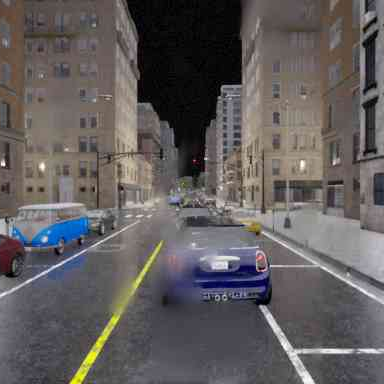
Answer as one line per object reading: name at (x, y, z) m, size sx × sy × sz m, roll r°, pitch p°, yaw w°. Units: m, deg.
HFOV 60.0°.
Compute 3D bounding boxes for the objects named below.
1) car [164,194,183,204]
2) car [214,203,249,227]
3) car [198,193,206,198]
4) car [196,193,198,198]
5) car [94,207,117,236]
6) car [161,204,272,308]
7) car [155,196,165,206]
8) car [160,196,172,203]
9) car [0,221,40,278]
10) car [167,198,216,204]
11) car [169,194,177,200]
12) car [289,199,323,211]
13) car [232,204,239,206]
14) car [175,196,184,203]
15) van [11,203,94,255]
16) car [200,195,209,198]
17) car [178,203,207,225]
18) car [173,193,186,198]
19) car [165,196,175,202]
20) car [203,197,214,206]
car at (-2.734, 1.476, 50.495) m, size 1.882 × 1.535 × 5.008 m, roll 0°, pitch 0°, yaw 0°
car at (2.689, 1.550, 23.744) m, size 2.008 × 1.369 × 4.403 m, roll 0°, pitch 0°, yaw 0°
car at (2.794, 1.434, 73.346) m, size 1.967 × 1.590 × 4.097 m, roll 0°, pitch 0°, yaw 0°
car at (2.819, 1.306, 84.710) m, size 2.192 × 1.841 × 5.009 m, roll 0°, pitch 0°, yaw 0°
car at (-5.352, 1.550, 18.354) m, size 2.008 × 1.369 × 4.403 m, roll 0°, pitch 0°, yaw 0°
car at (0.321, 1.352, 8.158) m, size 2.097 × 1.767 × 4.553 m, roll 0°, pitch 0°, yaw -5°
car at (-5.268, 1.523, 56.147) m, size 1.752 × 1.417 × 4.829 m, roll 0°, pitch 0°, yaw 0°
car at (-5.243, 1.561, 67.679) m, size 1.947 × 1.339 × 4.313 m, roll 0°, pitch 0°, yaw 0°
car at (-5.378, 1.581, 7.541) m, size 1.802 × 1.307 × 4.206 m, roll 0°, pitch 0°, yaw 0°
car at (0.110, 1.351, 15.425) m, size 2.097 × 1.767 × 4.553 m, roll 0°, pitch 0°, yaw 0°
car at (-5.194, 1.429, 90.404) m, size 1.967 × 1.590 × 4.097 m, roll 0°, pitch 0°, yaw 0°
car at (13.673, 1.515, 38.359) m, size 4.718 × 1.301 × 1.895 m, roll 0°, pitch 0°, yaw 0°
car at (2.683, 1.525, 18.507) m, size 1.752 × 1.417 × 4.829 m, roll 0°, pitch 0°, yaw 0°
car at (-2.599, 1.519, 70.589) m, size 1.812 × 1.442 × 4.674 m, roll 0°, pitch 0°, yaw 0°
van at (-5.365, 1.340, 12.948) m, size 1.690 × 1.788 × 3.998 m, roll 0°, pitch 0°, yaw 0°
car at (2.745, 1.549, 50.620) m, size 2.008 × 1.369 × 4.403 m, roll 0°, pitch 0°, yaw 0°
car at (0.071, 1.563, 25.086) m, size 1.994 × 1.385 × 4.181 m, roll 0°, pitch 0°, yaw 0°
car at (-2.692, 1.218, 60.483) m, size 2.150 × 2.045 × 5.566 m, roll 0°, pitch 0°, yaw 1°
car at (-5.218, 1.543, 79.042) m, size 2.008 × 1.369 × 4.403 m, roll 0°, pitch 0°, yaw 0°
car at (2.758, 1.580, 56.301) m, size 1.802 × 1.307 × 4.206 m, roll 0°, pitch 0°, yaw 0°
